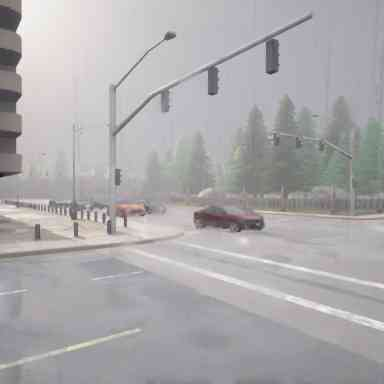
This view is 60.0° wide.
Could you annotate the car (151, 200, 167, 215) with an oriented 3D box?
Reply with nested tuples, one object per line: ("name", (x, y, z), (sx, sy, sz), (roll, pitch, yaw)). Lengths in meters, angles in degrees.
("car", (-4.457, 1.547, 34.537), (2.128, 1.511, 4.902), (0, 0, -36))

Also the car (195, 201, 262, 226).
("car", (2.632, 1.547, 25.104), (2.128, 1.511, 4.902), (0, 0, -39))

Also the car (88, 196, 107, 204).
("car", (-18.760, 1.547, 66.023), (2.128, 1.511, 4.902), (0, 0, -36))

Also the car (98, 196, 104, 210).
("car", (-12.251, 1.603, 45.105), (2.033, 1.411, 5.357), (0, 0, -36))

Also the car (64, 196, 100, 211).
("car", (-13.682, 1.548, 41.147), (2.128, 1.511, 4.902), (0, 0, -36))

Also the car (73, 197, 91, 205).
("car", (-20.828, 1.656, 62.931), (1.895, 1.301, 4.718), (0, 0, -36))

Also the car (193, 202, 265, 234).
("car", (2.066, 1.509, 19.815), (1.882, 1.535, 5.008), (0, -1, -36))

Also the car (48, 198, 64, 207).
("car", (-20.048, 1.603, 49.830), (2.033, 1.411, 5.357), (0, 0, -36))

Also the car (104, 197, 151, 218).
("car", (-6.086, 1.406, 30.846), (2.097, 1.767, 4.553), (0, 0, -36))

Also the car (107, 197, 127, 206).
("car", (-13.251, 1.581, 58.581), (1.812, 1.442, 4.674), (0, 0, -36))
